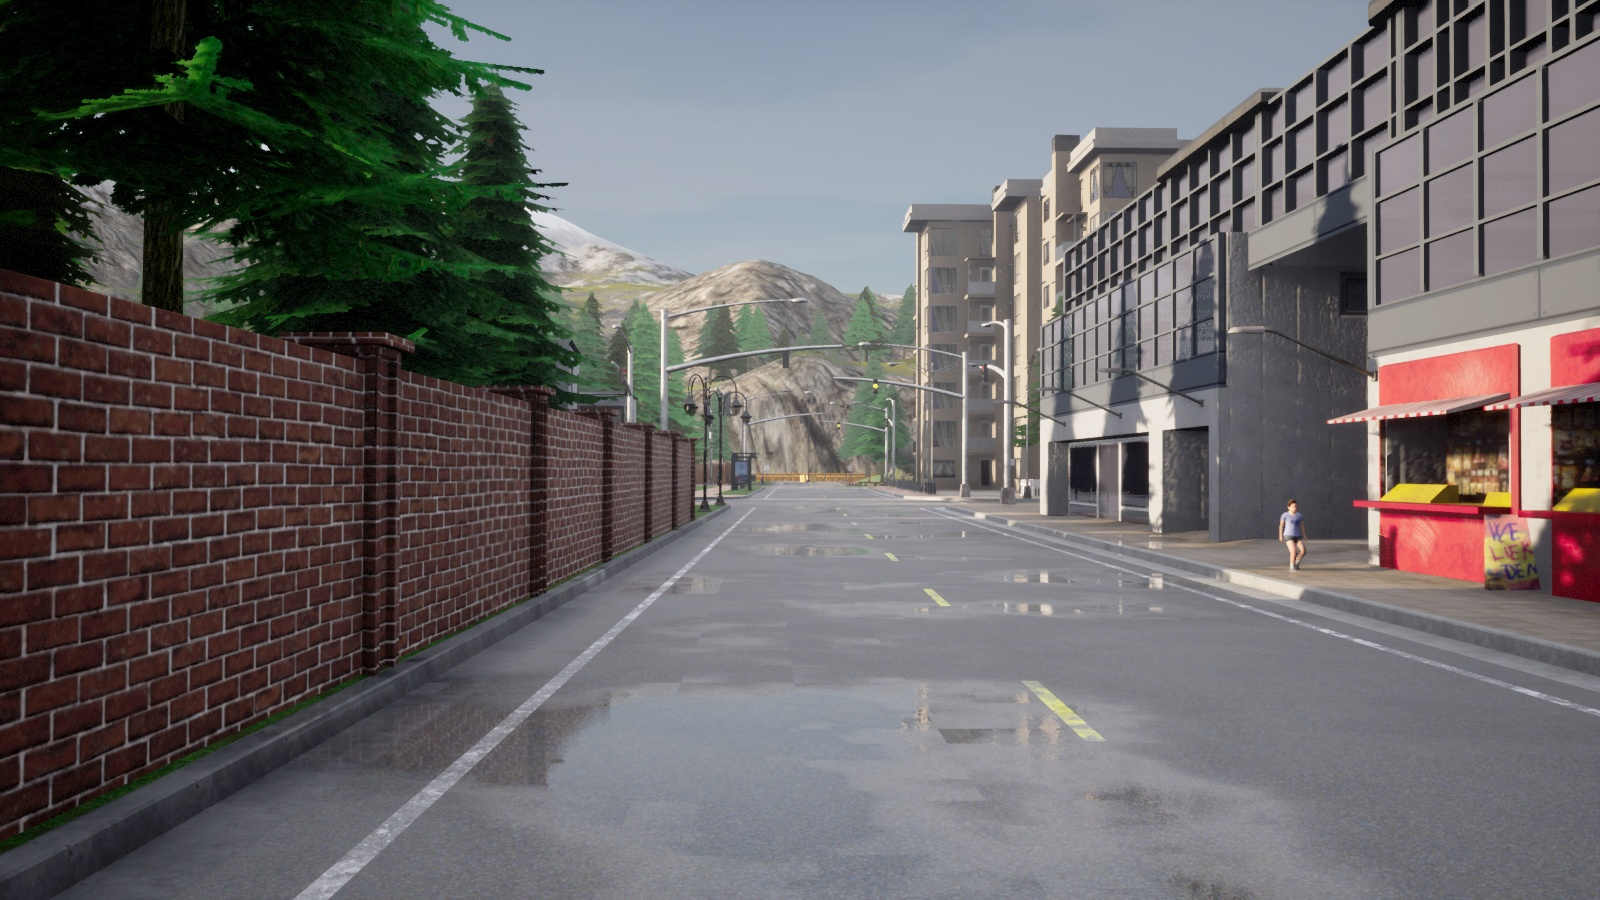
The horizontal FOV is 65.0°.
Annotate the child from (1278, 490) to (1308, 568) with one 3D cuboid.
[{"bbox_3d":[7.117,1.131,18.124,0.255,1.110,0.394,0,-1,-3],"label":"child"}]
